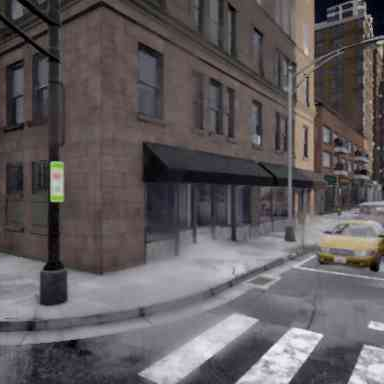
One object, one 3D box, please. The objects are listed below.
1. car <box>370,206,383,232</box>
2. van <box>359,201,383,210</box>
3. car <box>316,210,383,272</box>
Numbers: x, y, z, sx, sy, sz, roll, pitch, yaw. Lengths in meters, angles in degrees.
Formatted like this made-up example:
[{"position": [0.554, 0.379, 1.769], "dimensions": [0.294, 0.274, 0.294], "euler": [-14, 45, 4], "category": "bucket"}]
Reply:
[{"position": [12.207, 1.575, 20.258], "dimensions": [1.802, 1.307, 4.206], "euler": [0, 0, 36], "category": "car"}, {"position": [8.868, 1.334, 15.675], "dimensions": [1.690, 1.788, 3.998], "euler": [0, 0, 36], "category": "van"}, {"position": [5.429, 1.517, 10.956], "dimensions": [1.752, 1.417, 4.829], "euler": [0, 0, 36], "category": "car"}]
